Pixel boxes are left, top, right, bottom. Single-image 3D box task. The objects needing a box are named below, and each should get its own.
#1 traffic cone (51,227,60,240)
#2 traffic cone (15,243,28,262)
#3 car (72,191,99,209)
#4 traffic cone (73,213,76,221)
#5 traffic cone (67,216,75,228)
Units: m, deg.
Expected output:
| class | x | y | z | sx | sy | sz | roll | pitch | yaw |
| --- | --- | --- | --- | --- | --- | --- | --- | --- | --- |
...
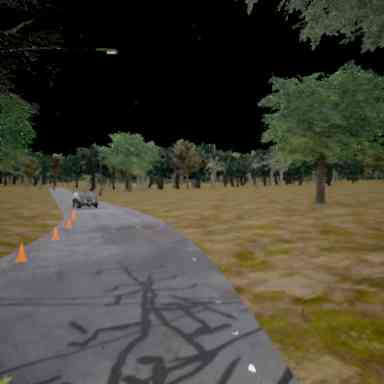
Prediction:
| class | x | y | z | sx | sy | sz | roll | pitch | yaw |
| --- | --- | --- | --- | --- | --- | --- | --- | --- | --- |
| traffic cone | -6.508 | 1.968 | 15.876 | 0.340 | 0.580 | 0.340 | -1 | 1 | -11 |
| traffic cone | -5.682 | 1.991 | 11.101 | 0.340 | 0.580 | 0.340 | -1 | 0 | -8 |
| car | -12.764 | 0.889 | 39.589 | 2.150 | 2.045 | 5.566 | -1 | 1 | -29 |
| traffic cone | -8.962 | 1.874 | 25.246 | 0.340 | 0.580 | 0.340 | -1 | 1 | -18 |
| traffic cone | -7.602 | 1.929 | 20.595 | 0.340 | 0.580 | 0.340 | -1 | 1 | -15 |
